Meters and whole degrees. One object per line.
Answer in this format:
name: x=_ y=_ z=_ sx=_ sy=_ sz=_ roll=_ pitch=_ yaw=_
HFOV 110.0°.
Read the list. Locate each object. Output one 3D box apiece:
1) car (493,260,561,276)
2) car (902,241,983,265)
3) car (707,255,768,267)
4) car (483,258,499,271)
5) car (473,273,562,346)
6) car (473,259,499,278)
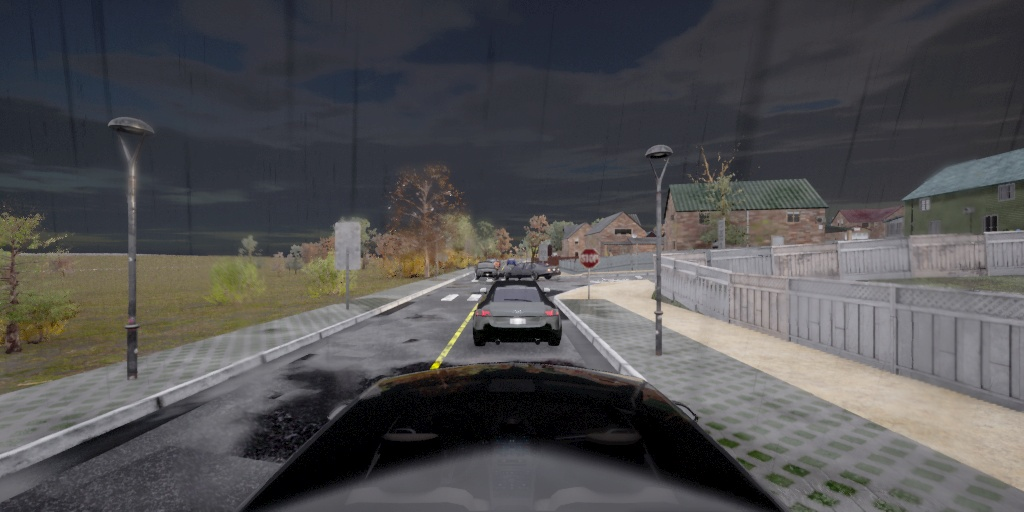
car: x=1.290 y=1.197 z=28.409 sx=5.357 sy=1.411 sz=2.033 roll=-4 pitch=-3 yaw=43
car: x=23.855 y=-0.208 z=20.403 sx=4.902 sy=1.511 sz=2.128 roll=-3 pitch=0 yaw=14
car: x=14.351 y=0.413 z=22.808 sx=4.181 sy=1.385 sz=1.994 roll=-3 pitch=0 yaw=16
car: x=-2.933 y=1.120 z=51.131 sx=2.097 sy=1.767 sz=4.553 roll=0 pitch=0 yaw=1
car: x=0.089 y=1.313 z=9.392 sx=1.994 sy=1.385 sz=4.181 roll=0 pitch=0 yaw=-1
car: x=-2.302 y=1.257 z=31.314 sx=1.837 sy=1.490 sz=4.892 roll=0 pitch=0 yaw=-8
